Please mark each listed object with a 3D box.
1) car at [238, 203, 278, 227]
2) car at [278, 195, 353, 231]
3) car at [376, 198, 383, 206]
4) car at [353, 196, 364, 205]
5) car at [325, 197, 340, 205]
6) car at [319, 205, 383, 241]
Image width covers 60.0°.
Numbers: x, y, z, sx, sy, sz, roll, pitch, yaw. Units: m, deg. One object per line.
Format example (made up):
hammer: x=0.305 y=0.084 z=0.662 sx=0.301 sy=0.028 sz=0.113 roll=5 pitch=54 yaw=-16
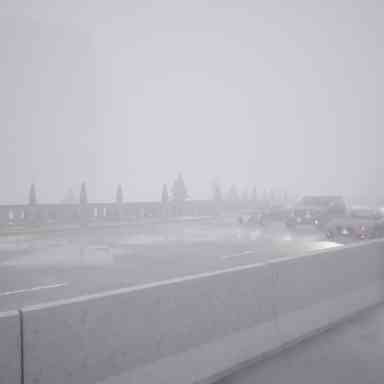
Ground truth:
car: x=5.041 y=1.492 z=22.915 sx=2.128 sy=1.511 sz=4.902 roll=0 pitch=0 yaw=42
car: x=7.849 y=1.221 z=20.730 sx=2.150 sy=2.045 sz=5.566 roll=0 pitch=0 yaw=42
car: x=30.229 y=1.599 z=52.060 sx=1.895 sy=1.301 sz=4.718 roll=0 pitch=0 yaw=19
car: x=28.026 y=1.490 z=56.738 sx=2.128 sy=1.511 sz=4.902 roll=0 pitch=0 yaw=16
car: x=25.228 y=1.562 z=59.706 sx=1.994 sy=1.385 sz=4.181 roll=0 pitch=0 yaw=16
car: x=8.038 y=1.564 z=15.941 sx=1.994 sy=1.385 sz=4.181 roll=0 pitch=0 yaw=44
